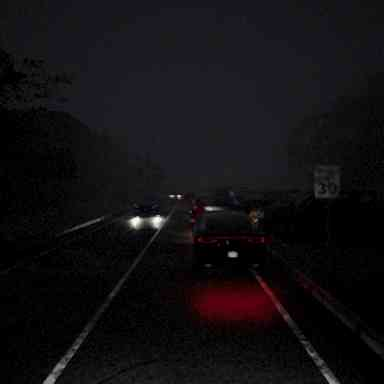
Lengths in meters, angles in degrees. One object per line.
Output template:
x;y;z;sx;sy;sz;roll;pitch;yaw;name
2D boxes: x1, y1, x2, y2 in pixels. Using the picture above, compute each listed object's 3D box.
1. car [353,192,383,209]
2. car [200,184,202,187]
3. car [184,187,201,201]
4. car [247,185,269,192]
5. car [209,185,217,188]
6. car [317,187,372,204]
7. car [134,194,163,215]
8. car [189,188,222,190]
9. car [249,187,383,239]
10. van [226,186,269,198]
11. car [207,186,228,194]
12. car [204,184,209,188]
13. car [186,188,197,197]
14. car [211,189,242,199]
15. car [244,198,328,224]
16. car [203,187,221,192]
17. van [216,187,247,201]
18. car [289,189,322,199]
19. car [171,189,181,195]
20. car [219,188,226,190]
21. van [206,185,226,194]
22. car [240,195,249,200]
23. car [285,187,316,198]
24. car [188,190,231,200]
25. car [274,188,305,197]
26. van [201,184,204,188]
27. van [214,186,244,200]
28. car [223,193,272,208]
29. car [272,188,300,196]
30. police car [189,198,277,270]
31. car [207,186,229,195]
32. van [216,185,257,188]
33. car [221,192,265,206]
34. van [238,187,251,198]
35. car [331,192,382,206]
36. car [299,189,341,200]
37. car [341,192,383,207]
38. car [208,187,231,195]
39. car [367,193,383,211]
18.926;0.830;32.598;5.366;1.575;1.946;0;1;0;car
5.672;-0.801;93.513;5.366;1.575;1.946;0;2;0;car
-0.062;0.458;47.015;1.882;1.535;5.008;0;2;0;car
18.536;-1.059;93.767;5.566;2.045;2.435;0;2;0;car
5.596;0.258;45.867;5.566;2.045;2.435;0;2;0;car
18.689;0.385;40.919;5.566;2.045;2.435;0;1;0;car
-3.389;0.937;26.583;1.882;1.535;5.008;0;1;0;car
0.935;0.816;26.310;2.097;1.767;4.553;0;1;0;car
5.684;0.936;15.032;5.566;2.045;2.435;0;1;0;car
5.556;0.686;29.050;4.442;1.987;1.878;0;1;0;van
5.574;-0.386;73.894;4.553;1.767;2.185;0;2;0;car
5.547;-0.204;62.681;5.566;2.045;2.435;0;2;0;car
-0.093;0.123;60.962;1.837;1.490;4.892;0;2;0;car
5.593;0.279;54.282;4.892;1.521;2.231;0;2;0;car
5.699;1.118;20.643;4.674;1.452;2.002;0;1;0;car
5.524;-0.692;90.711;4.792;1.488;2.163;0;2;0;car
5.732;0.206;48.671;4.442;1.987;1.878;0;2;0;van
18.649;0.291;54.800;4.792;1.488;2.163;0;2;0;car
-3.355;-0.001;68.697;1.895;1.301;4.718;0;2;0;car
5.646;0.657;40.268;4.892;1.521;2.231;0;1;0;car
5.418;-0.562;76.693;4.442;1.987;1.878;0;2;0;van
5.519;1.130;17.839;5.366;1.575;1.946;0;1;0;car
18.701;0.059;57.572;4.553;1.767;2.185;0;2;0;car
0.943;0.944;20.304;2.097;1.767;4.553;0;1;0;car
18.469;0.030;63.123;5.366;1.575;1.946;0;2;0;car
5.386;-0.870;87.902;4.442;1.987;1.878;0;2;0;van
5.724;0.129;51.474;4.442;1.987;1.878;0;2;0;van
5.685;0.822;34.659;4.792;1.488;2.163;0;1;0;car
18.652;-0.042;65.900;4.892;1.521;2.231;0;2;0;car
0.959;1.219;10.435;1.930;1.638;5.238;0;1;0;police car
5.520;-0.309;71.092;4.553;1.767;2.185;0;2;0;car
5.748;0.359;43.069;4.442;1.987;1.878;0;1;0;van
5.645;0.766;37.466;4.674;1.452;2.002;0;1;0;car
5.805;0.797;23.441;4.442;1.987;1.878;0;1;0;van
18.754;0.735;38.152;4.792;1.488;2.163;0;1;0;car
18.880;0.410;49.251;5.366;1.575;1.946;0;2;0;car
18.704;0.804;35.369;4.792;1.488;2.163;0;1;0;car
5.528;-0.232;68.289;4.553;1.767;2.185;0;2;0;car
18.744;0.892;29.821;5.008;1.535;2.097;0;1;0;car
